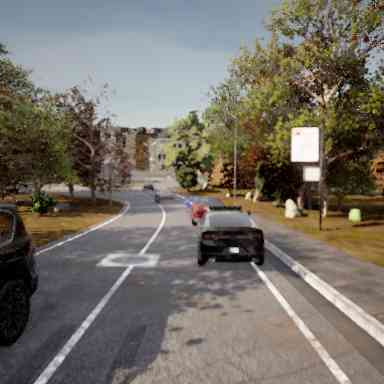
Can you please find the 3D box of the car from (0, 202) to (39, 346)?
[{"bbox_3d":[-3.593,1.169,3.235,2.150,2.045,5.566,0,1,0],"label":"car"}]

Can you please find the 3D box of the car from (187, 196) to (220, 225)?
[{"bbox_3d":[0.946,1.016,21.159,2.097,1.767,4.553,0,1,-2],"label":"car"}]

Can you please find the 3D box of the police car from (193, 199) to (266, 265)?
[{"bbox_3d":[1.097,1.254,11.145,1.930,1.638,5.238,0,1,0],"label":"police car"}]

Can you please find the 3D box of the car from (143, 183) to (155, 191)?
[{"bbox_3d":[-8.024,-0.978,61.784,1.837,1.490,4.892,0,6,-3],"label":"car"}]

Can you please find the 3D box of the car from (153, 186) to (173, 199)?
[{"bbox_3d":[-4.095,0.232,48.201,1.812,1.442,4.674,-1,4,-15],"label":"car"}]

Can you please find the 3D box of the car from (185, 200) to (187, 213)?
[{"bbox_3d":[0.542,1.039,27.325,1.882,1.535,5.008,0,1,-5],"label":"car"}]
